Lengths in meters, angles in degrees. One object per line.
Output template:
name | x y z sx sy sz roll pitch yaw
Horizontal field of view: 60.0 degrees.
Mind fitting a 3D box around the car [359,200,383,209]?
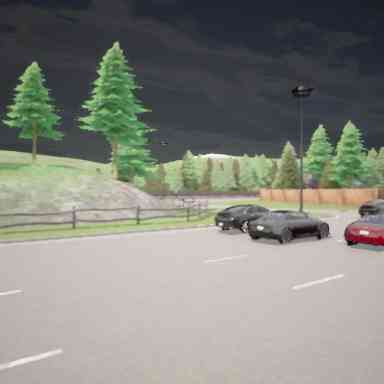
car | 16.037 1.459 28.228 4.892 1.490 1.837 -1 0 -35

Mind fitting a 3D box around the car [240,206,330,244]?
car | 4.631 1.543 15.738 4.181 1.385 1.994 0 0 -35

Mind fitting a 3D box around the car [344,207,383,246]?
car | 8.320 1.540 14.063 4.181 1.385 1.994 0 0 -35

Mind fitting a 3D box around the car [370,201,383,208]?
car | 14.961 1.506 23.181 5.357 1.411 2.033 0 0 -35

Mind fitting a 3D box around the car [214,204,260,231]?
car | 3.527 1.483 19.245 4.892 1.490 1.837 0 0 -35
